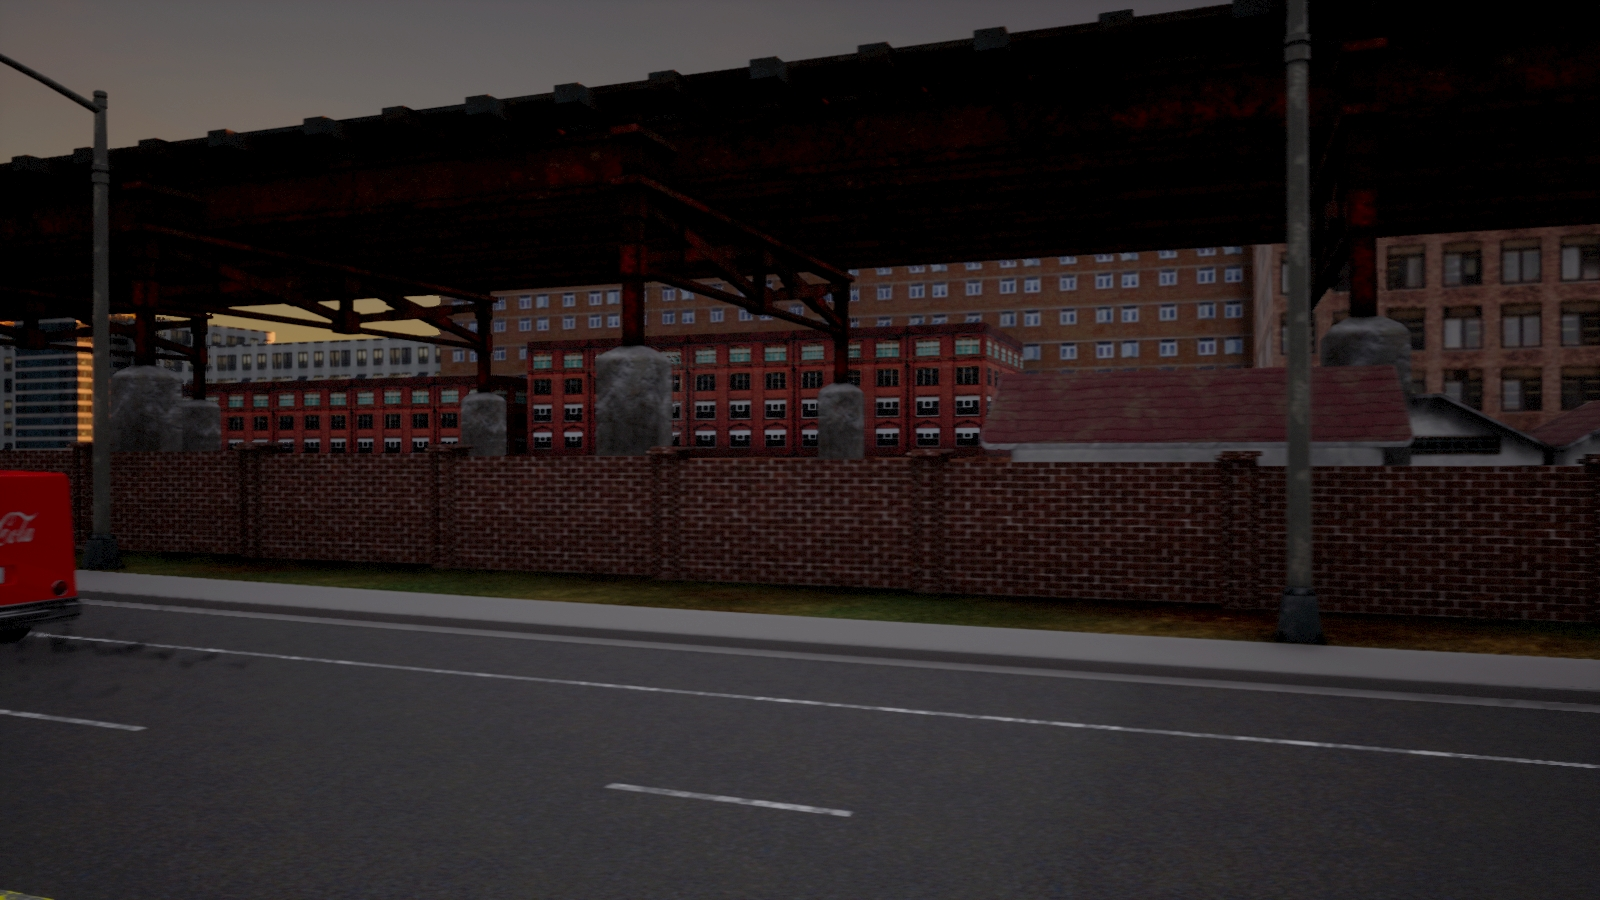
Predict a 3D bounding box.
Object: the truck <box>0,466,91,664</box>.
[{"bbox_3d":[-12.643,1.444,15.353,5.204,2.467,2.627,1,0,20],"label":"truck"}]
